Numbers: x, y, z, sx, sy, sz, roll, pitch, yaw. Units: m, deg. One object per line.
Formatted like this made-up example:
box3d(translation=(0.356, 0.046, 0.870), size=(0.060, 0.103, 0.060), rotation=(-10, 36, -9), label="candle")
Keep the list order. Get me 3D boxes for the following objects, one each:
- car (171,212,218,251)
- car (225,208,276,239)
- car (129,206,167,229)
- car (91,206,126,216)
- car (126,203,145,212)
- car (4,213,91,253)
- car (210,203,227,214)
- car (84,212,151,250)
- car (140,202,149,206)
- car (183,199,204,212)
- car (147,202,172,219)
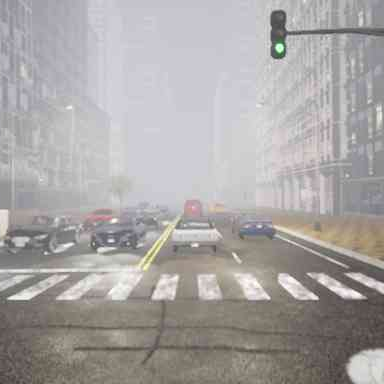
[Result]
box3d(translation=(0.119, 1.843, 15.382), size=(1.895, 1.301, 4.718), rotation=(-1, -1, 0), label="car")
box3d(translation=(3.370, 1.820, 19.163), size=(2.033, 1.411, 5.357), rotation=(-1, -1, 0), label="car")
box3d(translation=(-3.288, 2.040, 25.597), size=(1.895, 1.301, 4.718), rotation=(-1, -1, 0), label="car")
box3d(translation=(-6.524, 1.936, 24.880), size=(1.882, 1.535, 5.008), rotation=(-1, -1, -1), label="car")
box3d(translation=(-6.454, 2.180, 34.777), size=(1.994, 1.385, 4.181), rotation=(-1, -1, 0), label="car")
box3d(translation=(-6.580, 1.794, 15.207), size=(2.128, 1.511, 4.902), rotation=(-1, -1, 0), label="car")
box3d(translation=(3.410, 2.134, 43.063), size=(1.882, 1.535, 5.008), rotation=(-1, -1, 0), label="car")
box3d(translation=(-3.323, 1.843, 15.638), size=(1.994, 1.385, 4.181), rotation=(-1, -1, 0), label="car")
box3d(translation=(-6.441, 2.132, 45.079), size=(2.097, 1.767, 4.553), rotation=(-1, -1, 0), label="car")
box3d(translation=(0.150, 1.829, 38.091), size=(2.150, 2.045, 5.566), rotation=(-1, -1, 0), label="car")
box3d(translation=(-3.204, 2.097, 35.985), size=(2.128, 1.511, 4.902), rotation=(-1, -1, 0), label="car")
